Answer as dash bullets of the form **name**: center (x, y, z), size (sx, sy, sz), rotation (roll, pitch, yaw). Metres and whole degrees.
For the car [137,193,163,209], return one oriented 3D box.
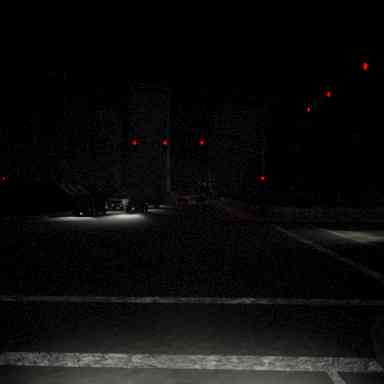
- **car**: center (-5.853, 1.221, 46.752), size (2.150, 2.045, 5.566), rotation (0, 0, 1)

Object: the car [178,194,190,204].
- **car**: center (-1.790, 1.564, 66.021), size (1.994, 1.385, 4.181), rotation (0, 0, 1)

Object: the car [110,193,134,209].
- **car**: center (-9.454, 1.221, 42.662), size (2.150, 2.045, 5.566), rotation (0, 0, 1)

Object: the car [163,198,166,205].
- **car**: center (-5.590, 1.547, 57.108), size (2.033, 1.411, 5.357), rotation (0, 0, 2)

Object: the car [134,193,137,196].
- **car**: center (-9.195, 1.221, 53.026), size (2.150, 2.045, 5.566), rotation (0, 0, 1)

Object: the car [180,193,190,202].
- **car**: center (-1.584, 1.182, 74.582), size (2.097, 1.767, 4.553), rotation (0, 0, 1)

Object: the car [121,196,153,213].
- **car**: center (-6.086, 1.491, 37.181), size (2.128, 1.511, 4.902), rotation (0, 0, 1)

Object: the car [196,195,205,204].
- **car**: center (1.694, 1.505, 65.310), size (1.837, 1.490, 4.892), rotation (0, 0, 1)

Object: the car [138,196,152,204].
- **car**: center (-8.908, 1.526, 63.384), size (1.812, 1.442, 4.674), rotation (0, 0, 2)

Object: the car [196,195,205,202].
- **car**: center (1.915, 1.352, 74.527), size (2.128, 1.511, 4.902), rotation (0, 0, 1)

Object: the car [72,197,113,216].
- **car**: center (-9.769, 1.547, 32.482), size (2.033, 1.411, 5.357), rotation (0, 0, 4)
